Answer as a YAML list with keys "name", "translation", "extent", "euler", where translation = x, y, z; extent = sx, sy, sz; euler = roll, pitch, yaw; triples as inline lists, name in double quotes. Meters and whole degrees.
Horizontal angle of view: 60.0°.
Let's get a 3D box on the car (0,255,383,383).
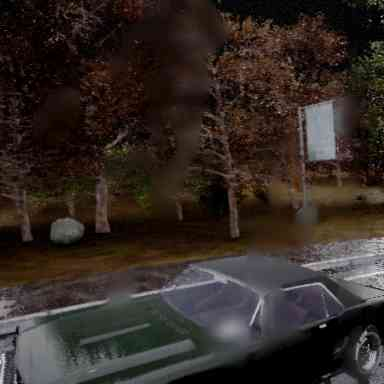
- name: "car"
  translation: [0.444, 1.556, 3.921]
  extent: [4.718, 1.301, 1.895]
  euler: [-1, 1, -32]
